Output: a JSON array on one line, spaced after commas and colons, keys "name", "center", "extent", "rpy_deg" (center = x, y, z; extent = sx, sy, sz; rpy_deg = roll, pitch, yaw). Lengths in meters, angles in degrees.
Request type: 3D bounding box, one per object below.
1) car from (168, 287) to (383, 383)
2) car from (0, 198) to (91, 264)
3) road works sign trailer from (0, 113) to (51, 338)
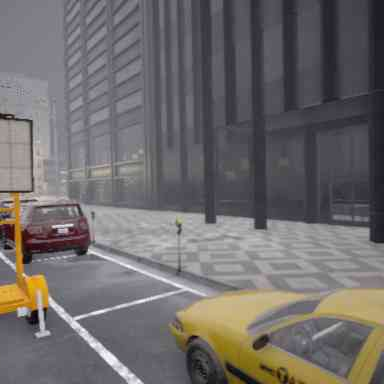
[{"name": "car", "center": [1.567, 1.420, 2.792], "extent": [1.752, 1.417, 4.829], "rpy_deg": [-3, 1, -36]}, {"name": "car", "center": [-5.193, 1.204, 11.556], "extent": [2.192, 1.841, 5.009], "rpy_deg": [-2, 2, -38]}, {"name": "road works sign trailer", "center": [-3.948, 0.440, 5.528], "extent": [2.380, 3.560, 2.880], "rpy_deg": [-2, 1, -38]}]
